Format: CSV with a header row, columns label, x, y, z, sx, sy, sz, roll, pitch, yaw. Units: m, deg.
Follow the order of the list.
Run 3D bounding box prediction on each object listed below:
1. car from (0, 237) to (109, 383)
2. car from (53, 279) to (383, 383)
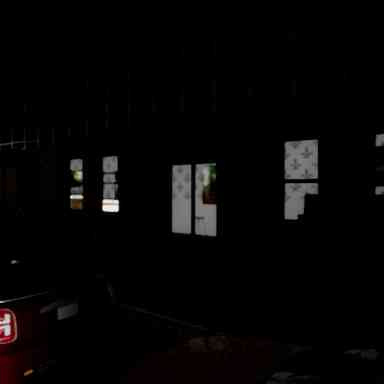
label,x,y,z,sx,sy,sz,roll,pitch,yaw
car,-3.033,1.413,5.029,4.097,1.590,1.967,0,0,35
car,1.431,1.526,1.855,4.829,1.417,1.752,0,0,35
